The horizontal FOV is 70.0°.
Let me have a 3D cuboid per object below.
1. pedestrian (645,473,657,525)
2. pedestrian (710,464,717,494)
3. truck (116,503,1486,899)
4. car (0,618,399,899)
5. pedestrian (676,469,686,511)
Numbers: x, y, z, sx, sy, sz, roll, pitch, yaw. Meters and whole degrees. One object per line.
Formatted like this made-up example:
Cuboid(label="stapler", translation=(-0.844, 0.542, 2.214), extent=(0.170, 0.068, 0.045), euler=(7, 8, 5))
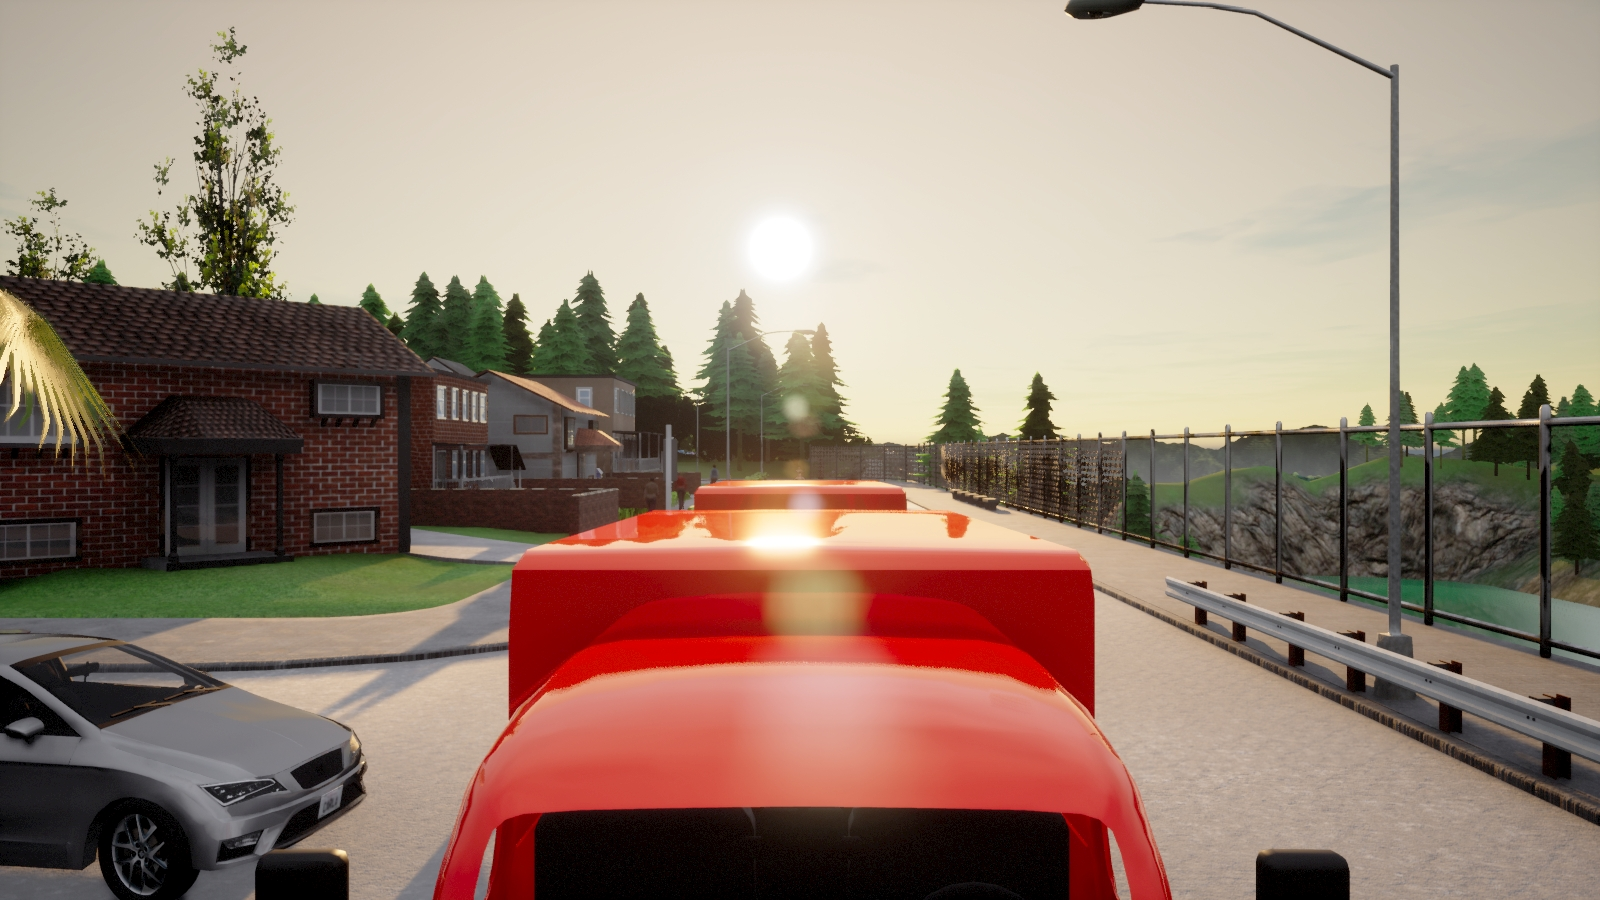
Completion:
Cuboid(label="pedestrian", translation=(-5.343, 1.762, 41.086), extent=(0.375, 1.860, 0.375), euler=(0, 0, 0))
Cuboid(label="pedestrian", translation=(-5.293, 1.774, 70.116), extent=(0.375, 1.860, 0.375), euler=(0, 0, 0))
Cuboid(label="truck", translation=(0.003, 1.571, 4.792), extent=(2.627, 2.467, 5.204), euler=(0, 0, 0))
Cuboid(label="car", translation=(-5.218, 2.069, 7.982), extent=(4.193, 1.474, 1.816), euler=(0, 0, 8))
Cuboid(label="pedestrian", translation=(-5.287, 1.766, 50.772), extent=(0.375, 1.860, 0.375), euler=(0, 0, 0))
